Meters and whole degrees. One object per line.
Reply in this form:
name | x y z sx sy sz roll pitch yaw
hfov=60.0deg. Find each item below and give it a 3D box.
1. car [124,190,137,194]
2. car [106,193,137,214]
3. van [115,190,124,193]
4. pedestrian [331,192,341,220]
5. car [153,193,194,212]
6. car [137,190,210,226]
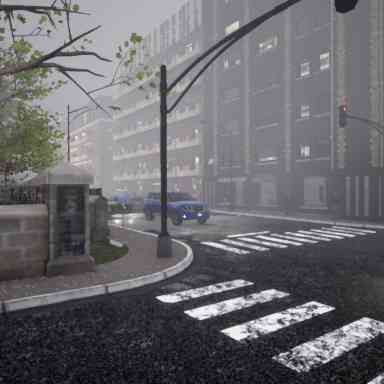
car | -5.120 0.727 36.806 2.192 1.841 5.009 1 1 -36
car | -6.840 1.098 29.334 1.994 1.385 4.181 0 1 -36
van | -8.386 0.655 41.261 1.690 1.788 3.998 1 1 -36
pedestrian | 9.418 0.902 21.923 0.375 1.860 0.375 1 -1 -36
car | -1.858 0.950 32.353 1.967 1.590 4.097 1 1 -36
car | -1.179 0.926 21.607 2.150 2.045 5.566 0 1 -36
